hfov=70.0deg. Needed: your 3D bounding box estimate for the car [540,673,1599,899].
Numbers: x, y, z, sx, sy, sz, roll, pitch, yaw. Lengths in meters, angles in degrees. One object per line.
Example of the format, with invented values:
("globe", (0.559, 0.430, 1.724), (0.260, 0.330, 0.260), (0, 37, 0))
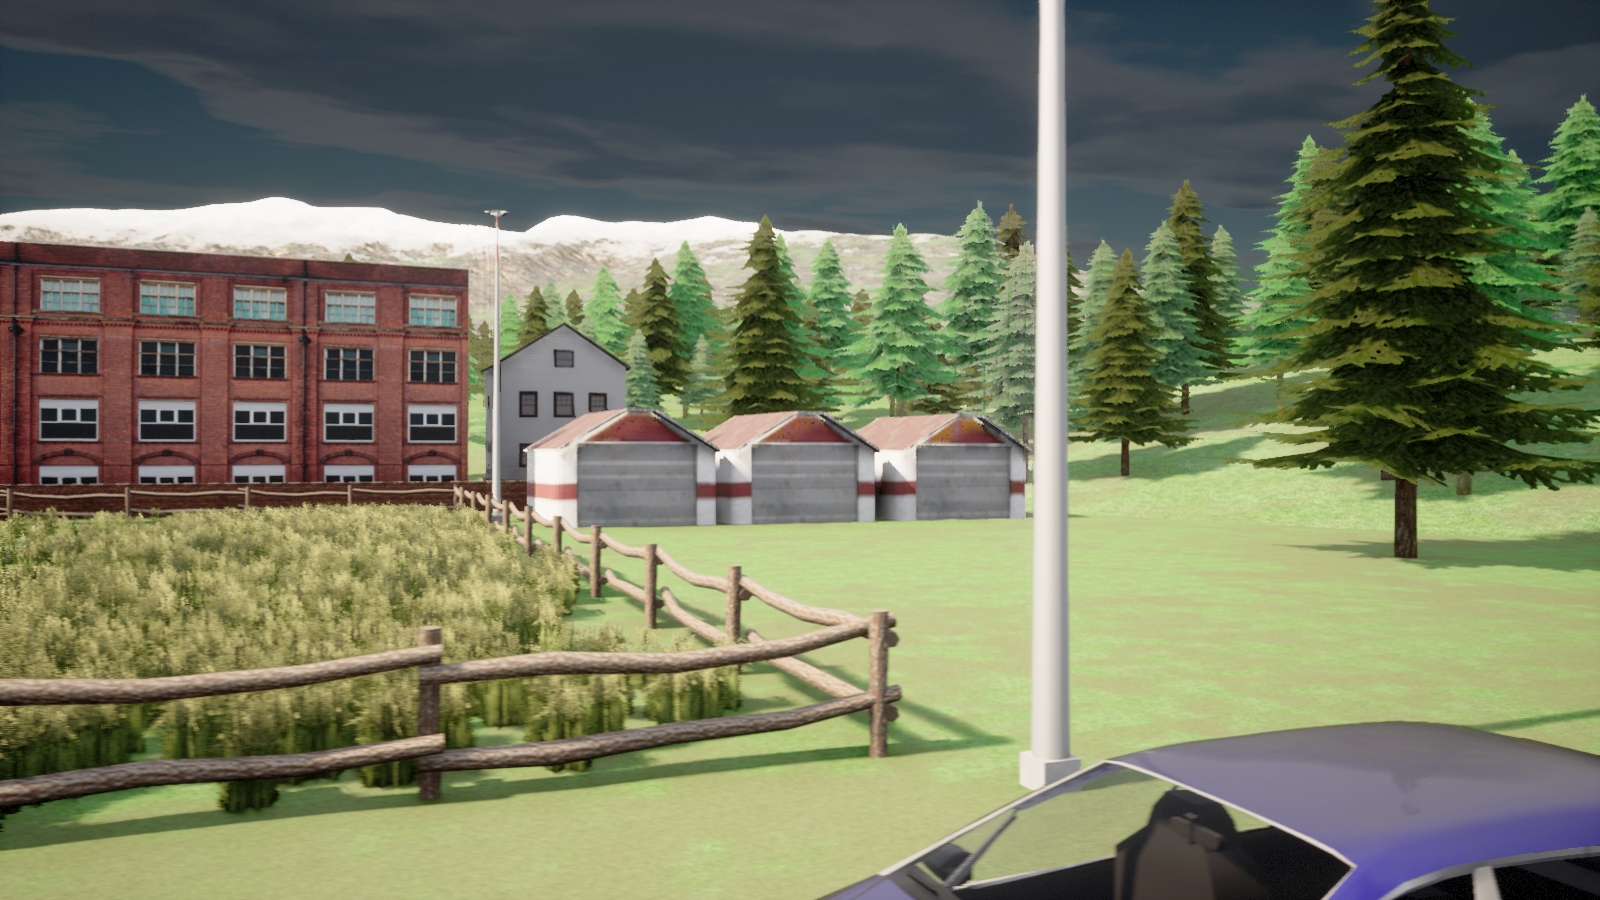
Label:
("car", (1.574, 1.977, 4.044), (4.611, 1.667, 2.242), (0, 0, -20))
